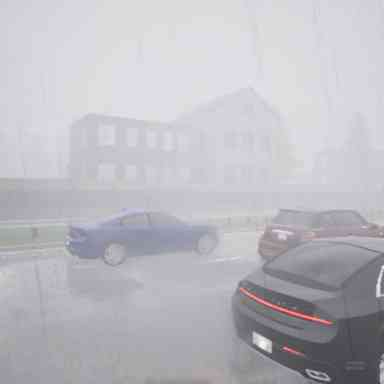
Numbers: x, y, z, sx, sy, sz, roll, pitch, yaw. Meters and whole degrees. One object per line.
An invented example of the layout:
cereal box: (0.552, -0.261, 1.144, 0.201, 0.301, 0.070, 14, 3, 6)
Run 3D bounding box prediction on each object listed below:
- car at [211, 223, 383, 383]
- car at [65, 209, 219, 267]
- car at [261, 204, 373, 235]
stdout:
car: (2.842, 1.449, 5.059, 4.892, 1.490, 1.837, 0, 1, -32)
car: (-1.394, 1.274, 10.659, 5.008, 1.535, 1.882, 0, 1, -32)
car: (4.224, 1.229, 10.076, 4.553, 1.767, 2.097, 0, 1, -32)
